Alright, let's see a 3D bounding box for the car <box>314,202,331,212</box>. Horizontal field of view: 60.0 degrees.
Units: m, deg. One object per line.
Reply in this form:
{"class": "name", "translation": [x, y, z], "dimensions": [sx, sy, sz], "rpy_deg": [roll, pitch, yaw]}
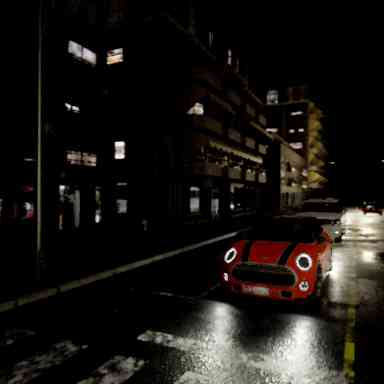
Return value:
{"class": "car", "translation": [17.782, 2.013, 45.302], "dimensions": [1.802, 1.307, 4.206], "rpy_deg": [0, -1, 26]}

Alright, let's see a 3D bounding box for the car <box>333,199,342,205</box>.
{"class": "car", "translation": [35.339, 2.323, 80.539], "dimensions": [1.752, 1.417, 4.829], "rpy_deg": [0, -1, 26]}

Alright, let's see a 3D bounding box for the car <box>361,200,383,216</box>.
{"class": "car", "translation": [20.545, 1.917, 37.871], "dimensions": [2.033, 1.411, 5.357], "rpy_deg": [0, -1, 26]}

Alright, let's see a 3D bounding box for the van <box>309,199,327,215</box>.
{"class": "van", "translation": [15.263, 1.722, 40.249], "dimensions": [1.690, 1.788, 3.998], "rpy_deg": [0, -1, 26]}

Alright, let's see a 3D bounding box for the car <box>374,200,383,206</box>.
{"class": "car", "translation": [40.396, 2.309, 71.898], "dimensions": [1.802, 1.307, 4.206], "rpy_deg": [0, -1, 26]}

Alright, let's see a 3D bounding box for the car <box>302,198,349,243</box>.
{"class": "car", "translation": [6.843, 1.385, 17.532], "dimensions": [2.150, 2.045, 5.566], "rpy_deg": [0, -1, 27]}

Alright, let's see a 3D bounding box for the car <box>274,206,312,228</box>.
{"class": "car", "translation": [7.706, 1.781, 25.081], "dimensions": [2.008, 1.369, 4.403], "rpy_deg": [0, -1, 26]}

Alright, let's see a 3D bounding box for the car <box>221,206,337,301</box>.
{"class": "car", "translation": [2.428, 1.431, 8.742], "dimensions": [2.097, 1.767, 4.553], "rpy_deg": [0, -1, 27]}

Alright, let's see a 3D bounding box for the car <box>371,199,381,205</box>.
{"class": "car", "translation": [45.434, 2.402, 82.009], "dimensions": [1.947, 1.339, 4.313], "rpy_deg": [0, -1, 26]}

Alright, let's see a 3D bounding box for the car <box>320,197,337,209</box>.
{"class": "car", "translation": [22.820, 1.849, 55.416], "dimensions": [2.192, 1.841, 5.009], "rpy_deg": [0, -1, 26]}

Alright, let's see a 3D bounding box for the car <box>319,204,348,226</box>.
{"class": "car", "translation": [11.420, 1.757, 26.712], "dimensions": [1.837, 1.490, 4.892], "rpy_deg": [0, -1, 27]}
